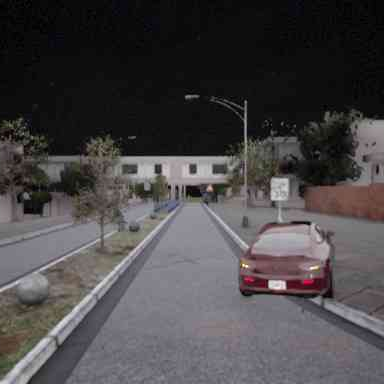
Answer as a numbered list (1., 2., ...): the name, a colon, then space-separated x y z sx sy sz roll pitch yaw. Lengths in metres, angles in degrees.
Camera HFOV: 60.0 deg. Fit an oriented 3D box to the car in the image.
1. car: 2.399 1.417 8.043 1.812 1.442 4.674 -4 0 23
